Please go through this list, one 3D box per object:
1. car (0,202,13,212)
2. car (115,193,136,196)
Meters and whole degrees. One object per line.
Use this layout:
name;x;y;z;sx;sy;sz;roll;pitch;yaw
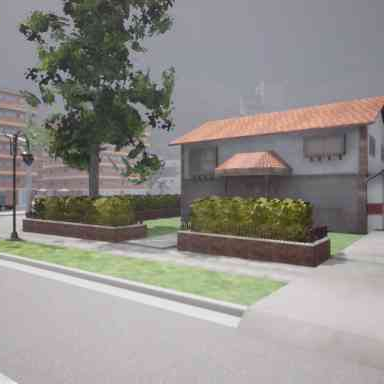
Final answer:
car;-21.552;1.600;35.017;1.895;1.301;4.718;0;0;33
car;-10.577;1.221;50.067;2.150;2.045;5.566;0;0;36
